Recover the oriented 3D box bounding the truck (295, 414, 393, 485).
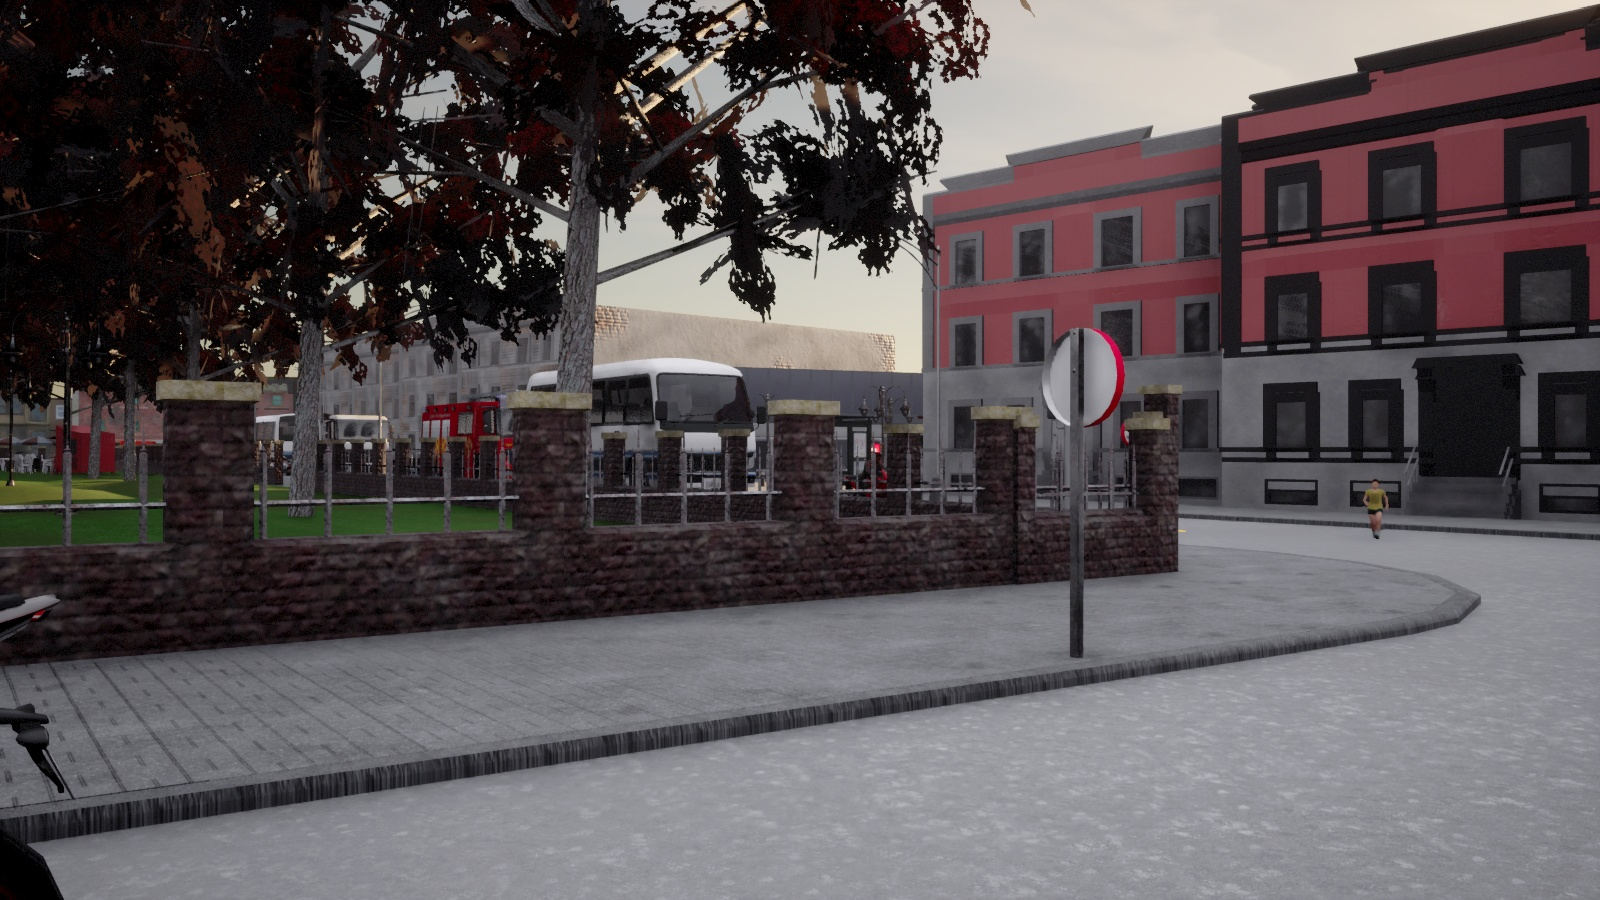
[{"bbox_3d":[-23.914,-0.026,65.594,2.891,3.462,7.936,0,0,-35],"label":"truck"}]

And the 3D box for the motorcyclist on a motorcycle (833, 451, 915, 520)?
[{"bbox_3d":[1.688,0.794,28.856,0.797,1.523,2.044,0,0,-35],"label":"motorcyclist on a motorcycle"}]

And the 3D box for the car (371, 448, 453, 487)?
[{"bbox_3d":[-17.433,0.764,56.298,2.242,1.667,4.611,0,0,-35],"label":"car"}]

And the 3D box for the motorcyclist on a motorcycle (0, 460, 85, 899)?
[{"bbox_3d":[-2.687,0.791,2.423,2.191,1.530,0.866,0,0,-36],"label":"motorcyclist on a motorcycle"}]

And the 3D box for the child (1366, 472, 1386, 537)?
[{"bbox_3d":[10.098,0.947,22.017,0.255,1.110,0.394,0,0,32],"label":"child"}]

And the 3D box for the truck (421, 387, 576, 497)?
[{"bbox_3d":[-11.704,-0.277,48.073,2.891,3.827,8.468,0,0,-35],"label":"truck"}]

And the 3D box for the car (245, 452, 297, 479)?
[{"bbox_3d":[-33.411,0.939,79.190,2.033,1.649,4.856,0,0,-35],"label":"car"}]

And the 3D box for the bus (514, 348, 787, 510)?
[{"bbox_3d":[-4.915,-0.527,38.321,3.944,4.253,10.273,0,0,-34],"label":"bus"}]
